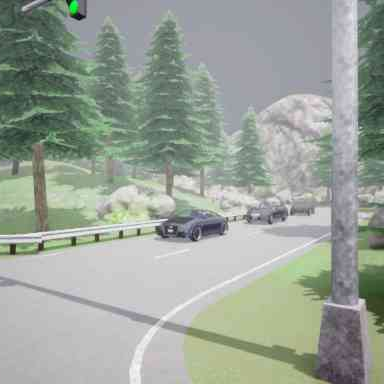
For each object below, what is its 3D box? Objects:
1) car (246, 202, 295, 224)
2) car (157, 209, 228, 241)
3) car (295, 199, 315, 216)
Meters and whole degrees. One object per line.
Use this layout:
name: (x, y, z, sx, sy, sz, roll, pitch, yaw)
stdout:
car: (5.717, 1.507, 25.006, 2.128, 1.511, 4.902, 0, 0, 34)
car: (0.139, 1.579, 16.772, 1.994, 1.385, 4.181, 0, 0, 34)
car: (11.230, 1.520, 33.608, 1.837, 1.490, 4.892, 0, 0, 27)
